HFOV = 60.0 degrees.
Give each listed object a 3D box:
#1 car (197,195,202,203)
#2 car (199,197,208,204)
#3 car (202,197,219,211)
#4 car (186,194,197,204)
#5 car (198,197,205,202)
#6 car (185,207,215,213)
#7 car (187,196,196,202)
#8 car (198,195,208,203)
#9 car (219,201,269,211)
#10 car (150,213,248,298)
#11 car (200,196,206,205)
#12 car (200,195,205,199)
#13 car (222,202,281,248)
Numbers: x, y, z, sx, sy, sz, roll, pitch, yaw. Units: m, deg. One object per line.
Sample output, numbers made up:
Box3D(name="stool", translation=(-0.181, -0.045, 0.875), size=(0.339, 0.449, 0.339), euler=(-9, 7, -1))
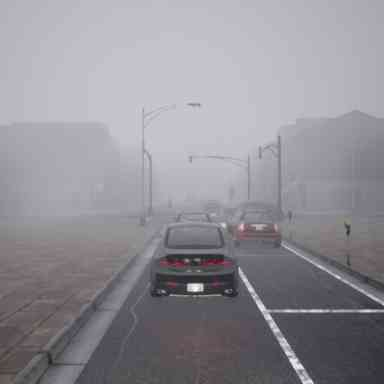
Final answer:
Box3D(name="car", translation=(2.557, 1.821, 63.480), size=(1.947, 1.339, 4.313), euler=(1, -1, 0))
Box3D(name="car", translation=(2.541, 1.882, 74.525), size=(1.752, 1.417, 4.829), euler=(1, -1, 0))
Box3D(name="car", translation=(2.592, 1.667, 41.732), size=(1.947, 1.339, 4.313), euler=(1, 0, 0))
Box3D(name="car", translation=(-0.109, 1.548, 71.861), size=(2.150, 2.045, 5.566), euler=(0, -1, 0))
Box3D(name="car", translation=(2.515, 2.109, 90.668), size=(1.802, 1.307, 4.206), euler=(1, -1, 0))
Box3D(name="car", translation=(0.069, 1.617, 16.066), size=(1.895, 1.301, 4.718), euler=(0, 0, 0))
Box3D(name="car", translation=(-0.125, 1.807, 82.257), size=(2.033, 1.411, 5.357), euler=(0, -1, 0))
Box3D(name="car", translation=(2.537, 1.724, 79.796), size=(2.192, 1.841, 5.009), euler=(1, -1, 0))
Box3D(name="car", translation=(5.178, 1.570, 29.874), size=(4.892, 1.490, 1.837), euler=(0, -1, 0))
Box3D(name="car", translation=(0.027, 1.511, 8.535), size=(1.837, 1.490, 4.892), euler=(0, 0, -1))
Box3D(name="car", translation=(2.583, 1.698, 47.168), size=(1.947, 1.339, 4.313), euler=(1, 0, 0))
Box3D(name="car", translation=(2.576, 1.695, 52.775), size=(1.752, 1.417, 4.829), euler=(1, 0, 0))
Box3D(name="car", translation=(2.638, 1.455, 14.985), size=(1.967, 1.590, 4.097), euler=(2, 0, 0))
